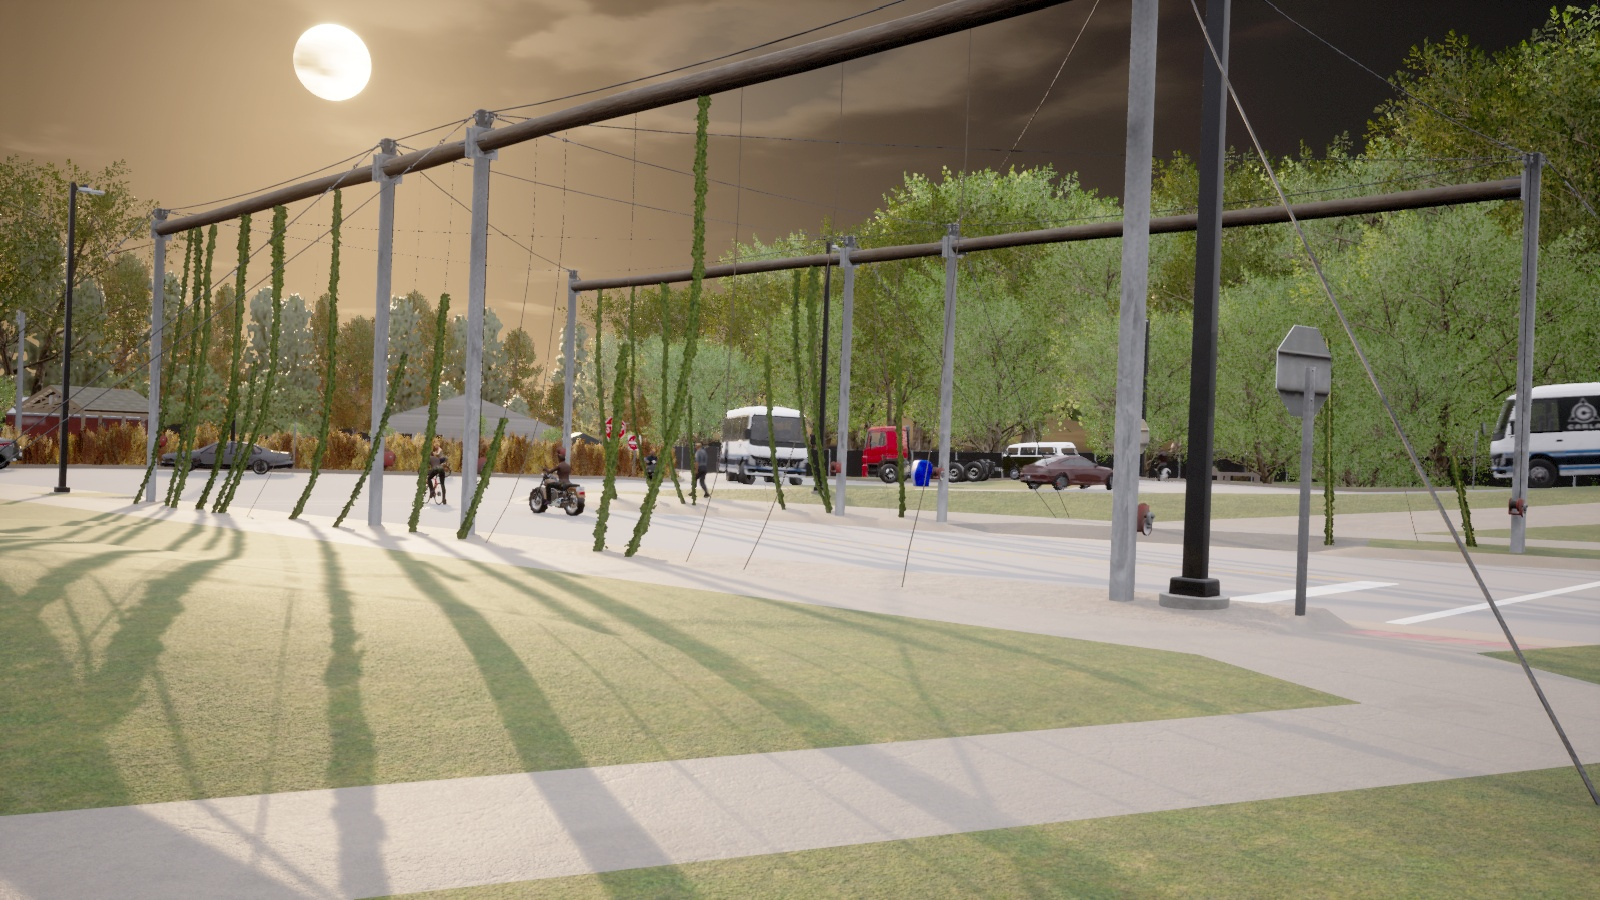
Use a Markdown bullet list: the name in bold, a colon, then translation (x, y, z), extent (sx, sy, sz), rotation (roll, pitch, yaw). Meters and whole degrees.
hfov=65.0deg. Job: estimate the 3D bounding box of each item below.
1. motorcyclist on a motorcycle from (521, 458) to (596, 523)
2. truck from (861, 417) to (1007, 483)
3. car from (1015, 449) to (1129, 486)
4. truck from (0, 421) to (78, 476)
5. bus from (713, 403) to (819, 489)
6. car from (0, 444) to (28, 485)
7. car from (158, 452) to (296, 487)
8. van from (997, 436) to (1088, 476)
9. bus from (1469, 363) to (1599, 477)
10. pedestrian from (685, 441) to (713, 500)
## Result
- **motorcyclist on a motorcycle**: translation (-6.378, 1.052, 33.081), extent (2.350, 1.649, 0.766), rotation (-1, -1, 45)
- **truck**: translation (7.898, 0.027, 73.962), extent (7.936, 3.462, 2.891), rotation (-3, -1, 19)
- **car**: translation (11.418, 0.714, 52.684), extent (4.674, 1.442, 1.812), rotation (-1, 0, -31)
- **truck**: translation (-51.789, -0.096, 81.636), extent (7.936, 3.462, 2.891), rotation (-1, 1, -18)
- **bus**: translation (-2.079, -0.183, 69.637), extent (3.944, 4.253, 10.273), rotation (2, -1, -12)
- **car**: translation (-34.777, 0.612, 51.455), extent (5.027, 1.651, 2.152), rotation (-1, 1, -20)
- **car**: translation (-24.987, 0.853, 55.004), extent (5.357, 1.411, 2.033), rotation (1, 1, -20)
- **van**: translation (12.880, 0.328, 66.969), extent (2.069, 2.038, 4.480), rotation (-2, 1, -36)
- **bus**: translation (33.131, -1.351, 50.683), extent (10.273, 4.253, 3.944), rotation (-4, -2, 23)
- **pedestrian**: translation (-3.222, 0.660, 39.920), extent (0.540, 1.848, 0.694), rotation (1, 0, -44)
